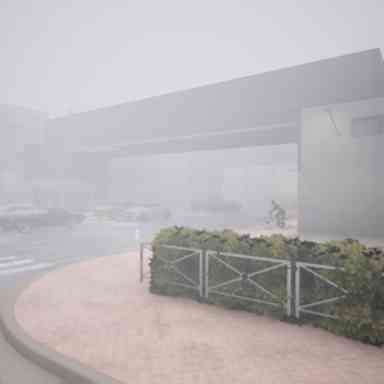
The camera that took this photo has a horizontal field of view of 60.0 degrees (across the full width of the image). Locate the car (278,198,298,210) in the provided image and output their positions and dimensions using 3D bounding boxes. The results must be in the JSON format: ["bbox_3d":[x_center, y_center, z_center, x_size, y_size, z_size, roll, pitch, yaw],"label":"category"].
[{"bbox_3d":[12.799,1.509,43.553,1.812,1.442,4.674,0,0,36],"label":"car"}]

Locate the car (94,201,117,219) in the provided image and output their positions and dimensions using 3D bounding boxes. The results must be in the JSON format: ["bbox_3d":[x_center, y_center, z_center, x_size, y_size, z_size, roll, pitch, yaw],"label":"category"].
[{"bbox_3d":[-6.238,1.453,29.143,1.882,1.535,5.008,0,0,35],"label":"car"}]

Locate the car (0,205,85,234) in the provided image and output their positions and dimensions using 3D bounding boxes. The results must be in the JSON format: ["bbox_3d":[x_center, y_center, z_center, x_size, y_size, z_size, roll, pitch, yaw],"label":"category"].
[{"bbox_3d":[-8.799,1.580,19.508,1.895,1.301,4.718,0,0,35],"label":"car"}]

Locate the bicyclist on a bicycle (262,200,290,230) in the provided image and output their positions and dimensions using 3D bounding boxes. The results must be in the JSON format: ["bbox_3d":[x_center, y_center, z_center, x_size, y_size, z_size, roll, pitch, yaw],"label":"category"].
[{"bbox_3d":[4.718,1.296,18.696,1.656,1.620,0.582,0,0,35],"label":"bicyclist on a bicycle"}]

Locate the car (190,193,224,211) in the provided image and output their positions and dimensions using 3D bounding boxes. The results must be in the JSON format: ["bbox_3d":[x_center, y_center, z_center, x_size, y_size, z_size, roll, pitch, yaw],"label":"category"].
[{"bbox_3d":[2.048,1.199,40.764,2.150,2.045,5.566,0,0,35],"label":"car"}]

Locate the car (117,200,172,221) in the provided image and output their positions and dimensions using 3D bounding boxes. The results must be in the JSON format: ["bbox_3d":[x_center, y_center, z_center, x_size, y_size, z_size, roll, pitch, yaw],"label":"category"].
[{"bbox_3d":[-3.492,1.505,26.965,1.812,1.442,4.674,0,0,36],"label":"car"}]

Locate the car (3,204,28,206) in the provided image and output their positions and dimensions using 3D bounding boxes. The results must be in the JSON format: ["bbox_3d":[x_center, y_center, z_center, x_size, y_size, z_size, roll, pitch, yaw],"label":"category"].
[{"bbox_3d":[-11.683,1.500,21.562,1.812,1.442,4.674,0,0,37],"label":"car"}]

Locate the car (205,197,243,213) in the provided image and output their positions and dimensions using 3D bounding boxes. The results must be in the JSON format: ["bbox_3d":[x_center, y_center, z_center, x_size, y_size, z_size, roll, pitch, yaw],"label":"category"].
[{"bbox_3d":[3.779,1.580,37.172,1.895,1.301,4.718,0,0,36],"label":"car"}]
